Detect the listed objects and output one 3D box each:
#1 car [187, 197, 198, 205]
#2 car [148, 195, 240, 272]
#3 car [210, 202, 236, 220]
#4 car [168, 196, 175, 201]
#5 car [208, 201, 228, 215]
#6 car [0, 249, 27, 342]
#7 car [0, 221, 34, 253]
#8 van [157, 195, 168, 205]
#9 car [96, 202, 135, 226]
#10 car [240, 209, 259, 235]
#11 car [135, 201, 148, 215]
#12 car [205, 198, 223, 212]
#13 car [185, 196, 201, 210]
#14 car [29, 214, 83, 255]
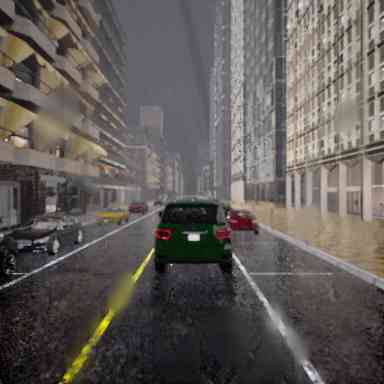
[{"bbox_3d":[0.128,1.753,64.173,2.033,1.411,5.357,0,0,0],"label":"car"},{"bbox_3d":[0.039,1.251,11.011,2.150,2.045,5.566,0,0,0],"label":"car"},{"bbox_3d":[2.704,1.656,30.188,1.947,1.339,4.313,0,0,0],"label":"car"},{"bbox_3d":[-5.650,1.892,92.326,1.802,1.307,4.206,0,0,0],"label":"car"},{"bbox_3d":[2.705,1.691,35.837,1.802,1.307,4.206,0,0,0],"label":"car"},{"bbox_3d":[-3.099,1.510,1.882,1.837,1.490,4.892,0,0,0],"label":"car"},{"bbox_3d":[-5.686,1.587,7.598,1.947,1.339,4.313,0,0,0],"label":"car"},{"bbox_3d":[-5.662,1.547,64.084,1.690,1.788,3.998,0,0,0],"label":"van"},{"bbox_3d":[-5.679,1.597,24.373,1.752,1.417,4.829,0,0,0],"label":"car"},{"bbox_3d":[2.698,1.636,18.891,1.802,1.307,4.206,0,0,0],"label":"car"},{"bbox_3d":[-5.674,1.654,35.841,1.887,1.381,4.507,0,0,0],"label":"car"},{"bbox_3d":[2.708,1.568,41.485,1.967,1.590,4.097,0,0,0],"label":"car"},{"bbox_3d":[0.120,1.494,45.238,2.097,1.767,4.553,0,0,0],"label":"car"},{"bbox_3d":[-5.684,1.588,13.246,2.008,1.369,4.403,0,0,0],"label":"car"}]
